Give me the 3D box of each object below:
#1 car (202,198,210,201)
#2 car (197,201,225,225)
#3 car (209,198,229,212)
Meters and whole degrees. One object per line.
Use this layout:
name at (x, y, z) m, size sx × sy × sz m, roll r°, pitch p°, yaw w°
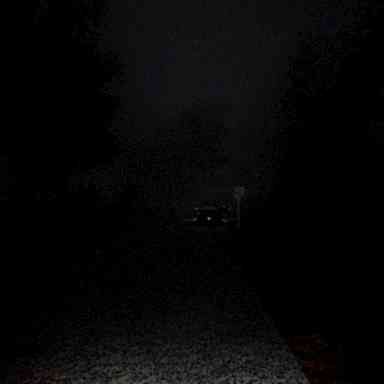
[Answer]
car at (2.334, 1.645, 51.217) m, size 1.895 × 1.301 × 4.718 m, roll 2°, pitch 2°, yaw 12°
car at (1.380, 1.676, 25.210) m, size 1.812 × 1.442 × 4.674 m, roll 0°, pitch -1°, yaw 5°
car at (3.721, 1.756, 42.857) m, size 2.033 × 1.411 × 5.357 m, roll 1°, pitch 1°, yaw 10°
